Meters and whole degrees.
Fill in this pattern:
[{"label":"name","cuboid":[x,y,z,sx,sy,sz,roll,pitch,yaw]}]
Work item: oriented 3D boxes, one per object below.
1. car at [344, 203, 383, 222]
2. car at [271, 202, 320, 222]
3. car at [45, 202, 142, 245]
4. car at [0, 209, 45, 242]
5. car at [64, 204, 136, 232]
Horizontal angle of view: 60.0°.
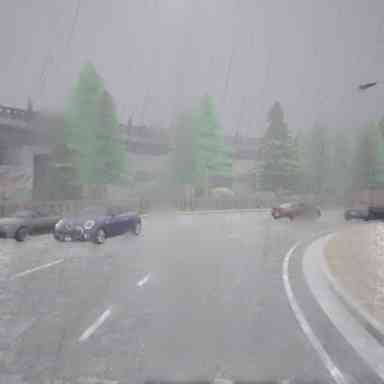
[{"label":"car","cuboid":[13.775,1.524,25.755,4.181,1.385,1.994,0,0,-29]},{"label":"car","cuboid":[8.170,1.484,26.215,4.674,1.442,1.812,0,0,-37]},{"label":"car","cuboid":[-4.259,1.328,15.689,2.097,1.767,4.553,0,0,22]},{"label":"car","cuboid":[-7.972,1.539,16.348,1.994,1.385,4.181,0,0,21]},{"label":"car","cuboid":[-5.582,1.532,20.751,1.994,1.385,4.181,0,0,29]}]
